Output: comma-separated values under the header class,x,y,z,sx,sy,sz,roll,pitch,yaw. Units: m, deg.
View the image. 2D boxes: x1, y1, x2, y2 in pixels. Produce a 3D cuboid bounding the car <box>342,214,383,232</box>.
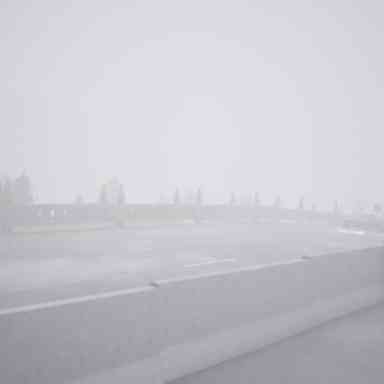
class,x,y,z,sx,sy,sz,roll,pitch,yaw
car,13.956,2.444,26.823,4.181,1.385,1.994,6,-3,-35
